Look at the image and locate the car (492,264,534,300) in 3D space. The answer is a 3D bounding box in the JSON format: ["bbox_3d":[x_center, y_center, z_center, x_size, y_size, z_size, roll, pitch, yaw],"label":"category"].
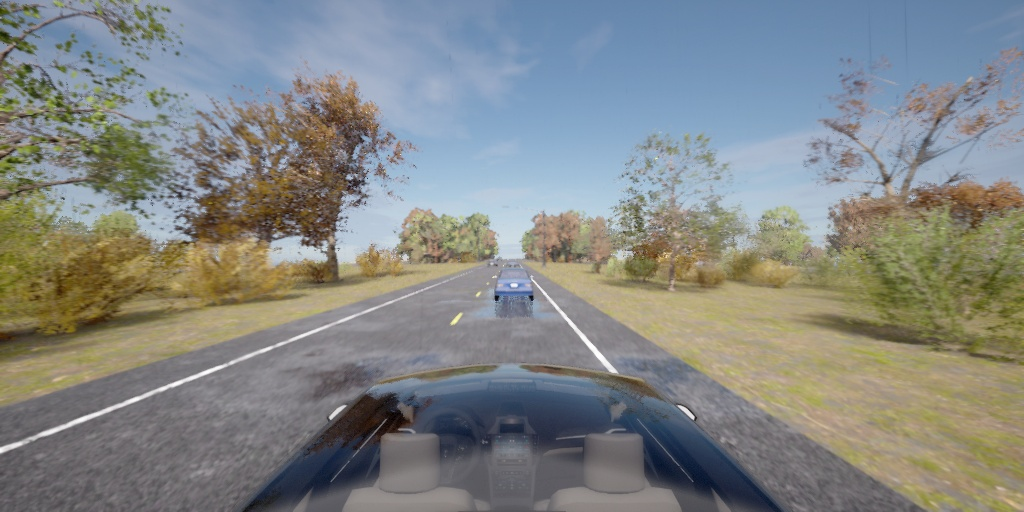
[{"bbox_3d":[0.095,1.298,17.777,2.033,1.411,5.357,0,0,0],"label":"car"}]

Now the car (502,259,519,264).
[{"bbox_3d":[0.088,1.300,46.287,2.033,1.411,5.357,0,0,0],"label":"car"}]

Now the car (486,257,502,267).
[{"bbox_3d":[-3.529,1.261,65.209,2.128,1.511,4.902,0,0,0],"label":"car"}]
